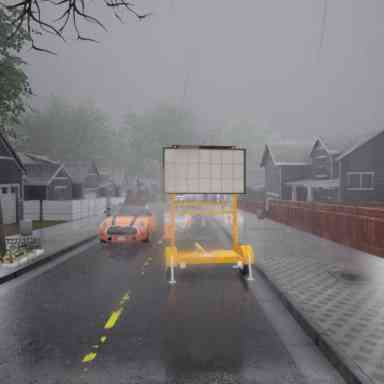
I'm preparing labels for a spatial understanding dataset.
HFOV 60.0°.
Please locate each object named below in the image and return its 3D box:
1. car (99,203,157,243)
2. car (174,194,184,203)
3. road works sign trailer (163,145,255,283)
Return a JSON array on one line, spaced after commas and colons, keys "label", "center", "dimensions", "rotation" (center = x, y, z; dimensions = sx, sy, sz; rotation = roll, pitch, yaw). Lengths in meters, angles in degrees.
[{"label": "car", "center": [-2.895, 1.345, 15.906], "dimensions": [2.097, 1.767, 4.553], "rotation": [0, 0, 0]}, {"label": "car", "center": [-2.964, 1.320, 75.373], "dimensions": [2.150, 2.045, 5.566], "rotation": [0, 0, 0]}, {"label": "road works sign trailer", "center": [0.334, 0.459, 9.711], "dimensions": [2.380, 3.560, 2.880], "rotation": [0, 0, -8]}]
